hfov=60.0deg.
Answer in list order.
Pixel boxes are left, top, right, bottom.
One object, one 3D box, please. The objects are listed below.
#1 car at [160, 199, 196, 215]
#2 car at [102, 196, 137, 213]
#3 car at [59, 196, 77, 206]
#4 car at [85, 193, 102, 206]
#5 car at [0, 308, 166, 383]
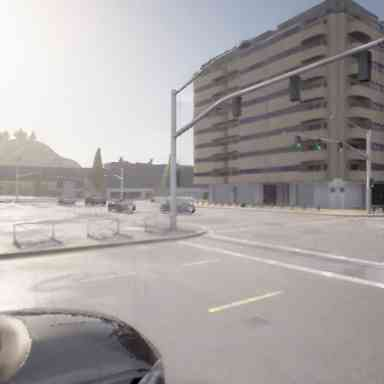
[{"bbox_3d":[-1.520,1.495,34.182,2.128,1.511,4.902,0,0,-35],"label":"car"},{"bbox_3d":[-7.851,1.504,37.078,2.128,1.511,4.902,0,0,-35],"label":"car"},{"bbox_3d":[-20.727,1.504,55.451,2.128,1.511,4.902,0,0,-35],"label":"car"},{"bbox_3d":[-15.815,1.225,54.504,2.150,2.045,5.566,0,0,-35],"label":"car"},{"bbox_3d":[-2.449,1.494,2.051,4.902,1.511,2.128,0,0,-35],"label":"car"}]
